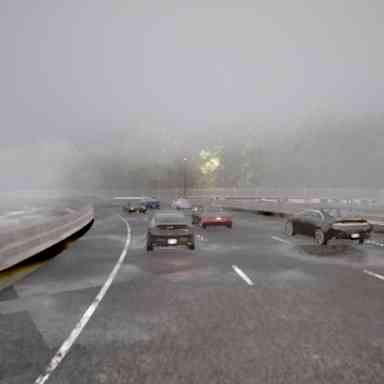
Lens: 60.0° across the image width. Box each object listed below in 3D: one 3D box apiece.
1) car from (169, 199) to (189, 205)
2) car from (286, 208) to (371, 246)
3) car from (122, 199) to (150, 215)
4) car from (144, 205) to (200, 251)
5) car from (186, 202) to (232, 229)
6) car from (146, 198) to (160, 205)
[{"bbox_3d":[-1.494,1.574,42.466,1.812,1.442,4.674,0,0,-22],"label":"car"},{"bbox_3d":[5.910,1.455,15.096,2.128,1.511,4.902,0,0,-8],"label":"car"},{"bbox_3d":[-6.217,1.683,35.487,1.895,1.301,4.718,0,0,-20],"label":"car"},{"bbox_3d":[-1.030,1.526,14.341,1.837,1.490,4.892,0,0,-8],"label":"car"},{"bbox_3d":[1.171,1.573,21.895,1.994,1.385,4.181,0,0,-12],"label":"car"},{"bbox_3d":[-5.721,1.562,43.537,1.882,1.535,5.008,0,0,-24],"label":"car"}]
